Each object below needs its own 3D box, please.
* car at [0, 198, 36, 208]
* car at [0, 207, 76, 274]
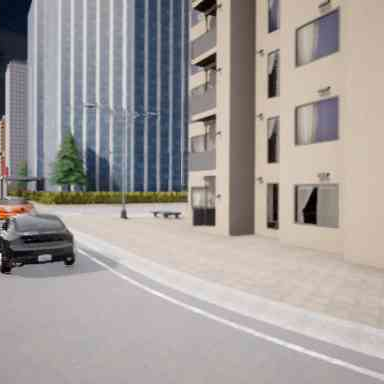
[{"bbox_3d":[-12.511,1.187,23.747,2.097,1.767,4.553,0,0,-16],"label":"car"},{"bbox_3d":[-5.078,1.434,10.553,1.837,1.490,4.892,0,0,-33],"label":"car"}]
